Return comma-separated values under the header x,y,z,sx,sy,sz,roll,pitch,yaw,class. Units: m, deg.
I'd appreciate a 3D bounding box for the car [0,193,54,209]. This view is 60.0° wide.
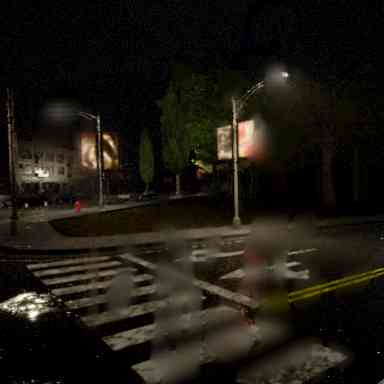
x,y,z,sx,sy,sz,roll,pitch,yaw,class
-16.471,0.835,33.544,1.882,1.535,5.008,-1,0,10,car

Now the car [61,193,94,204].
x,y,z,sx,sy,sz,roll,pitch,yaw,class
-14.741,0.836,43.727,1.895,1.301,4.718,-1,0,10,car

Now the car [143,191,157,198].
x,y,z,sx,sy,sz,roll,pitch,yaw,class
-8.124,0.480,63.316,2.033,1.411,5.357,-1,0,10,car

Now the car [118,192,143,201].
x,y,z,sx,sy,sz,roll,pitch,yaw,class
-9.873,0.653,52.401,1.895,1.301,4.718,-1,0,10,car

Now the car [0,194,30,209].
x,y,z,sx,sy,sz,roll,pitch,yaw,class
-19.571,0.971,34.686,2.033,1.411,5.357,-1,0,10,car

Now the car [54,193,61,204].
x,y,z,sx,sy,sz,roll,pitch,yaw,class
-17.808,0.847,45.081,2.033,1.411,5.357,-1,0,10,car
